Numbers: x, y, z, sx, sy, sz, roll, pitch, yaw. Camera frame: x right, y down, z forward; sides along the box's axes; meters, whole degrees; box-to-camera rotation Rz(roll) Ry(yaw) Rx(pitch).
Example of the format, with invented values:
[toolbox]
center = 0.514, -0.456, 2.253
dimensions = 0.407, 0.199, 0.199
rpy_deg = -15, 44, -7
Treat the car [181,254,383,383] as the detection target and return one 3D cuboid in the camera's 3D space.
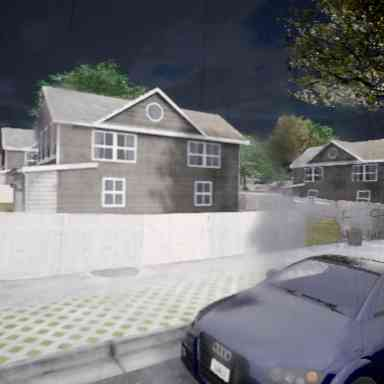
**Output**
[car]
center = 1.963, 1.581, 4.310
dimensions = 4.181, 1.385, 1.994
rpy_deg = 1, 0, -32
